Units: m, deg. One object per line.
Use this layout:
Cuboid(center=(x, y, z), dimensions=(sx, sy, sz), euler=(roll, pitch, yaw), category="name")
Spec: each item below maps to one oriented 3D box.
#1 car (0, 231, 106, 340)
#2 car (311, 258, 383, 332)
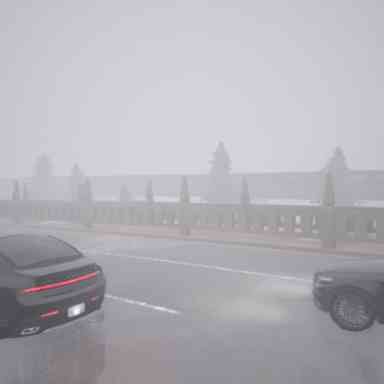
Cuboid(center=(-3.760, 1.490, 6.177), dimensions=(4.892, 1.490, 1.837), euler=(0, 0, 32), category="car")
Cuboid(center=(4.287, 1.494, 5.067), dimensions=(4.674, 1.442, 1.812), euler=(0, 0, 36), category="car")
